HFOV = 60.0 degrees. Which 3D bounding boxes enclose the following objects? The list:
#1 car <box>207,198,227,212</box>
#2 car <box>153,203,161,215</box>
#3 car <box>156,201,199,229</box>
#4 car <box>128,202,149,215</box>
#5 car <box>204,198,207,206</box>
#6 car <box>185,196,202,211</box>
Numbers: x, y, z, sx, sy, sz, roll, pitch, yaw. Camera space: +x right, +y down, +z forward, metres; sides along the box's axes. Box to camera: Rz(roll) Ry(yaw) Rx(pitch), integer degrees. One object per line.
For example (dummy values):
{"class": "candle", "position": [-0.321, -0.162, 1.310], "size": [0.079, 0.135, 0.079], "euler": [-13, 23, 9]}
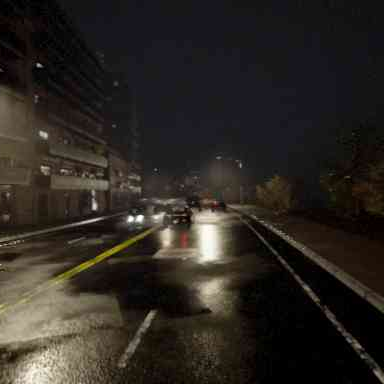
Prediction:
{"class": "car", "position": [3.294, 1.680, 41.649], "size": [2.128, 1.511, 4.902], "euler": [-2, -1, 2]}
{"class": "car", "position": [-3.451, 1.980, 39.937], "size": [1.994, 1.385, 4.181], "euler": [-2, -1, 2]}
{"class": "car", "position": [-0.881, 1.697, 23.399], "size": [2.128, 1.511, 4.902], "euler": [-2, 0, 4]}
{"class": "car", "position": [-6.639, 2.032, 41.508], "size": [2.128, 1.511, 4.902], "euler": [-2, -1, 2]}
{"class": "car", "position": [3.424, 1.817, 64.770], "size": [1.882, 1.535, 5.008], "euler": [-2, 0, -1]}
{"class": "car", "position": [0.191, 1.554, 46.465], "size": [2.150, 2.045, 5.566], "euler": [-2, 0, 1]}
